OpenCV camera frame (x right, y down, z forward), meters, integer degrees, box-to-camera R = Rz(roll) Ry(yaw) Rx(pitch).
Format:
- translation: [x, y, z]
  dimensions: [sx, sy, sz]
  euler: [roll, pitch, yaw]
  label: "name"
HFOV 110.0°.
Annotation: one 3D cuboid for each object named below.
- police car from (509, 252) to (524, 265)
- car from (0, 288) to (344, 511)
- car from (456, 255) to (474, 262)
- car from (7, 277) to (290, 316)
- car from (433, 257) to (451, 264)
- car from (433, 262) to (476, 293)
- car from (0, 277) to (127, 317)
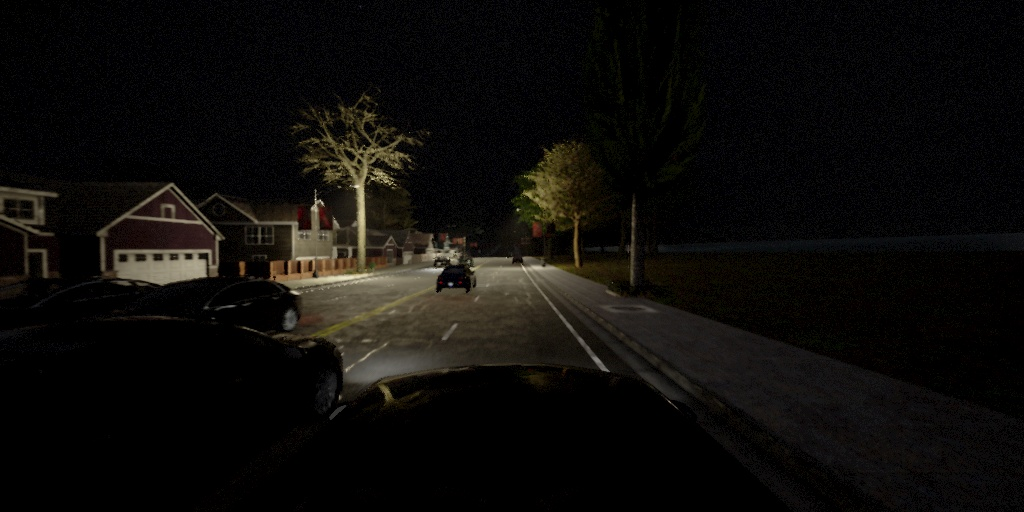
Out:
- translation: [0.943, 0.578, 60.307]
  dimensions: [1.930, 1.638, 5.238]
  euler: [0, 1, 0]
  label: "police car"
- translation: [-3.150, 1.253, 2.865]
  dimensions: [1.837, 1.490, 4.892]
  euler: [0, 0, 0]
  label: "car"
- translation: [-6.588, 0.727, 50.509]
  dimensions: [2.097, 1.767, 4.553]
  euler: [0, 1, 0]
  label: "car"
- translation: [-6.602, 1.252, 7.807]
  dimensions: [1.837, 1.490, 4.892]
  euler: [0, 0, 0]
  label: "car"
- translation: [-9.839, 0.860, 50.802]
  dimensions: [2.128, 1.511, 4.902]
  euler: [0, 1, 0]
  label: "car"
- translation: [-3.158, 1.261, 20.725]
  dimensions: [1.812, 1.442, 4.674]
  euler: [0, 0, 0]
  label: "car"
- translation: [-9.852, 1.238, 7.809]
  dimensions: [2.128, 1.511, 4.902]
  euler: [0, 0, 0]
  label: "car"
